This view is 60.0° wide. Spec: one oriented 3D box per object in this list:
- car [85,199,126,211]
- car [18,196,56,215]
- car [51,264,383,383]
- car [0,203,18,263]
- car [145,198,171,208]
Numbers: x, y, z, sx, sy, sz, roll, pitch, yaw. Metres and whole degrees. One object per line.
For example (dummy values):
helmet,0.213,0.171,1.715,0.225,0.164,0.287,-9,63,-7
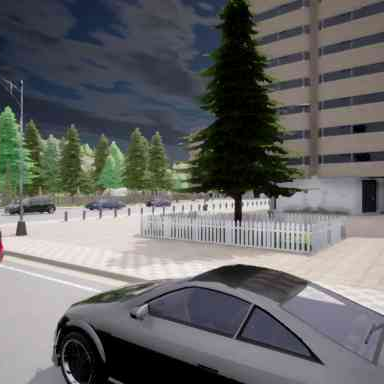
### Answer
car,-10.668,1.547,41.442,2.033,1.411,5.357,0,0,35
car,-16.246,1.352,33.606,2.097,1.767,4.553,0,0,35
car,0.306,1.564,3.774,4.181,1.385,1.994,0,0,35
car,-7.383,1.221,9.207,5.566,2.045,2.150,0,0,36
car,-4.977,1.564,49.411,1.994,1.385,4.181,0,0,36
